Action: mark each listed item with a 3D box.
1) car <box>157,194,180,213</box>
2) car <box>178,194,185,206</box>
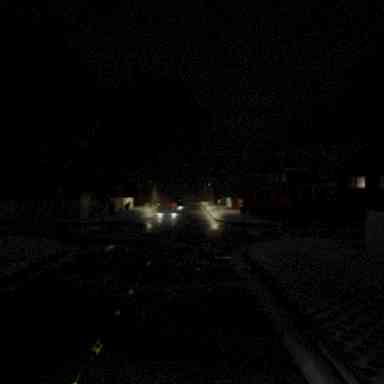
[{"bbox_3d":[-2.851,1.478,38.806,2.097,1.767,4.553,0,0,0],"label":"car"},{"bbox_3d":[-2.778,1.426,59.454,2.150,2.045,5.566,0,0,0],"label":"car"}]
